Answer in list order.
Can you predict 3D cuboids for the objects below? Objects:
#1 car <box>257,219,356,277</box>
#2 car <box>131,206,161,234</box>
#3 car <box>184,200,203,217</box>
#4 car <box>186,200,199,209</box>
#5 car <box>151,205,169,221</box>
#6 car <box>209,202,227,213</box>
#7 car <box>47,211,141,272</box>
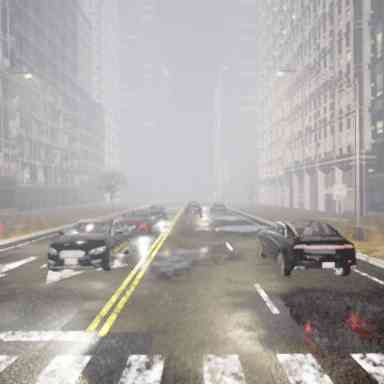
[{"bbox_3d":[3.352,1.600,10.598,2.128,1.511,4.902,-1,0,0],"label":"car"},{"bbox_3d":[-3.309,1.816,20.861,1.994,1.385,4.181,-1,0,0],"label":"car"},{"bbox_3d":[0.129,1.822,35.665,2.128,1.511,4.902,-1,0,0],"label":"car"},{"bbox_3d":[0.138,2.018,54.928,2.033,1.411,5.357,-1,0,0],"label":"car"},{"bbox_3d":[-3.228,1.891,30.887,1.994,1.385,4.181,-1,0,0],"label":"car"},{"bbox_3d":[3.284,1.912,41.967,1.994,1.385,4.181,-1,0,0],"label":"car"},{"bbox_3d":[-3.339,1.672,11.651,2.128,1.511,4.902,-1,0,0],"label":"car"}]
